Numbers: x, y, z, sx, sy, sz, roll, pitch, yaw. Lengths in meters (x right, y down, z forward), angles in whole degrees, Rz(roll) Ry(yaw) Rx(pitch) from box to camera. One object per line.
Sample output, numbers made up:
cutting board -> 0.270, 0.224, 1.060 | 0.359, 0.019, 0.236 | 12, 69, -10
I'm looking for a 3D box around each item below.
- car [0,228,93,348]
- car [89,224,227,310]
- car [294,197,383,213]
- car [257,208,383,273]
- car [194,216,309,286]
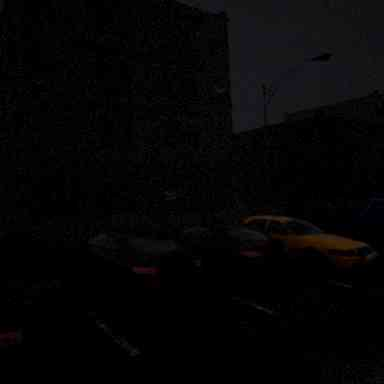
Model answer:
car -> -3.787, 1.510, 6.268 | 2.163, 1.488, 4.792 | 0, 0, -36
car -> -1.532, 1.518, 7.910 | 2.002, 1.452, 4.674 | 0, 0, -36
car -> 5.162, 1.221, 12.729 | 2.435, 2.045, 5.566 | 0, 0, -36
car -> 3.118, 1.471, 11.006 | 1.946, 1.575, 5.366 | 0, 0, -36
car -> 0.638, 1.516, 9.460 | 2.002, 1.452, 4.674 | 0, 0, -36
